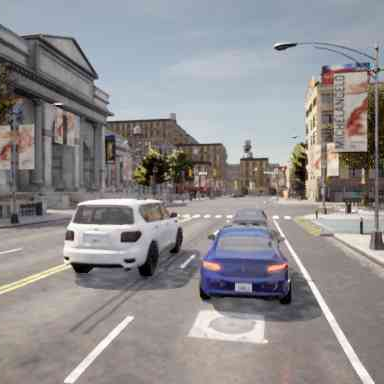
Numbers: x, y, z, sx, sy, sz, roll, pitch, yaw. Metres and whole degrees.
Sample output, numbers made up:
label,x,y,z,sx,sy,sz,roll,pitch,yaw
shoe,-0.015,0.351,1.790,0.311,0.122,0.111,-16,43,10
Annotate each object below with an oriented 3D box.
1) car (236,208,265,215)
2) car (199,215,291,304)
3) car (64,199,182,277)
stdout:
label,x,y,z,sx,sy,sz,roll,pitch,yaw
car,3.077,1.542,17.514,2.033,1.411,5.357,0,0,11
car,1.307,1.523,8.152,1.812,1.442,4.674,0,0,10
car,-1.816,1.220,10.538,2.150,2.045,5.566,0,0,10
